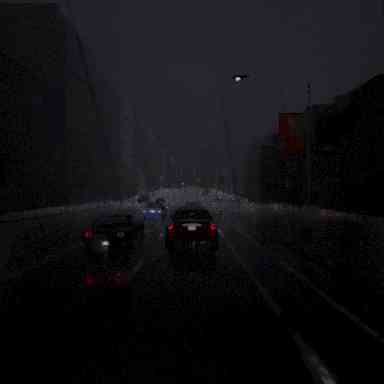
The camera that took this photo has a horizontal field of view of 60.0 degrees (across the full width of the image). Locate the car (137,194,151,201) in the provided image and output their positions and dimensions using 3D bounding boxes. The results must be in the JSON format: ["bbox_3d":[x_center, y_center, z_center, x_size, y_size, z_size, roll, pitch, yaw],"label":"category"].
[{"bbox_3d":[-9.750,1.344,68.275,2.150,2.045,5.566,0,0,0],"label":"car"}]

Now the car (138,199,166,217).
[{"bbox_3d":[-3.250,1.647,29.658,2.033,1.411,5.357,0,0,0],"label":"car"}]

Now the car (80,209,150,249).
[{"bbox_3d":[-3.250,1.637,14.684,1.895,1.301,4.718,0,0,0],"label":"car"}]

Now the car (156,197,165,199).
[{"bbox_3d":[-6.500,1.632,68.809,1.994,1.385,4.181,0,0,0],"label":"car"}]

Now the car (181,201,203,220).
[{"bbox_3d":[0.000,1.617,29.658,1.812,1.442,4.674,0,0,0],"label":"car"}]

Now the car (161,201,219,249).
[{"bbox_3d":[0.000,1.386,14.625,2.097,1.767,4.553,0,0,0],"label":"car"}]
